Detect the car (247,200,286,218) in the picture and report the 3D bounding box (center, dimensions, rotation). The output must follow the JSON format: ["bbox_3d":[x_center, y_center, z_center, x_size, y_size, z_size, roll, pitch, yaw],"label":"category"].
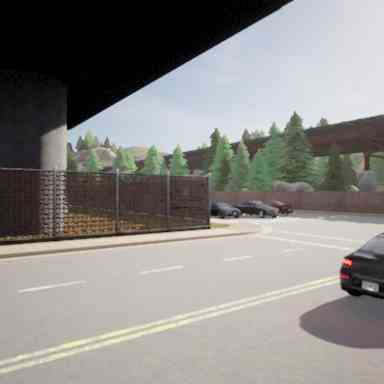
[{"bbox_3d":[6.071,1.619,31.512,1.837,1.490,4.892,0,0,-36],"label":"car"}]

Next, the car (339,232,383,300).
[{"bbox_3d":[5.131,1.567,7.410,4.674,1.442,1.812,0,0,-36],"label":"car"}]

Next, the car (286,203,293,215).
[{"bbox_3d":[8.218,1.610,34.913,1.882,1.535,5.008,0,0,-36],"label":"car"}]

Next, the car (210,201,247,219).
[{"bbox_3d":[2.555,1.661,30.401,1.994,1.385,4.181,0,0,-36],"label":"car"}]

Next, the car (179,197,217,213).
[{"bbox_3d":[0.670,1.466,38.964,2.097,1.767,4.553,0,0,-36],"label":"car"}]
